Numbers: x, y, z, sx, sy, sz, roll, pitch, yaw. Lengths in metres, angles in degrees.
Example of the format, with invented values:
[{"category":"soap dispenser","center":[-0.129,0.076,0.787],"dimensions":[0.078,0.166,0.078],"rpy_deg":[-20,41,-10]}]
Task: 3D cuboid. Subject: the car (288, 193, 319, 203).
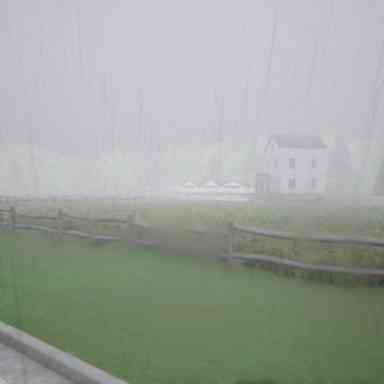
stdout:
[{"category":"car","center":[17.860,1.050,53.316],"dimensions":[4.605,1.855,1.932],"rpy_deg":[1,0,35]}]
